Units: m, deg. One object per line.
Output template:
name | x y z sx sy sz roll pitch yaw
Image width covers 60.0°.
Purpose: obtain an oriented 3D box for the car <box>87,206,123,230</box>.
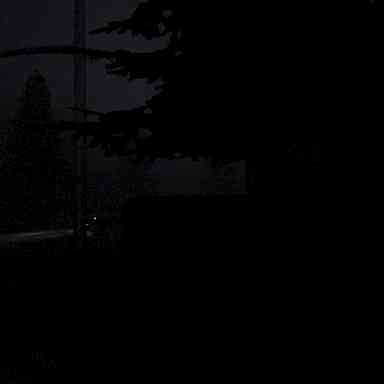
car | -4.910 1.586 21.308 1.895 1.301 4.718 0 0 36
